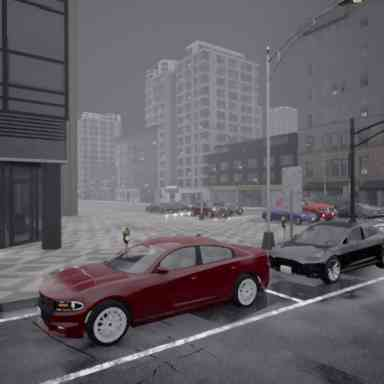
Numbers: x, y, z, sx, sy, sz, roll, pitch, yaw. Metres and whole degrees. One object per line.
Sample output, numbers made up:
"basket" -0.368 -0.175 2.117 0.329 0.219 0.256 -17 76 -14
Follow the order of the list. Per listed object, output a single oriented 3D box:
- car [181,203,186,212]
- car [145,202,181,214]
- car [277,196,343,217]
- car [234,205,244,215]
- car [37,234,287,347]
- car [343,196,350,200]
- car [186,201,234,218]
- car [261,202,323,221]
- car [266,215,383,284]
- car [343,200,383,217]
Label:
"car" -2.371 2.034 46.237 2.033 1.411 5.357 0 0 -36
"car" -4.141 2.034 43.101 2.033 1.411 5.357 0 0 -36
"car" 9.760 1.447 29.083 2.150 2.045 5.566 0 -1 -35
"car" 3.755 1.863 37.571 1.837 1.490 4.892 0 -1 -35
"car" -0.475 1.543 6.314 4.507 1.381 1.887 0 0 -35
"car" 13.910 1.442 34.798 2.150 2.045 5.566 0 0 -36
"car" 1.779 1.714 34.744 2.097 1.767 4.553 0 0 -35
"car" 7.617 1.758 26.489 1.812 1.442 4.674 0 -1 -35
"car" 4.121 1.561 9.591 4.313 1.339 1.947 0 0 -35
"car" 13.962 1.723 29.120 2.033 1.411 5.357 0 0 -35
